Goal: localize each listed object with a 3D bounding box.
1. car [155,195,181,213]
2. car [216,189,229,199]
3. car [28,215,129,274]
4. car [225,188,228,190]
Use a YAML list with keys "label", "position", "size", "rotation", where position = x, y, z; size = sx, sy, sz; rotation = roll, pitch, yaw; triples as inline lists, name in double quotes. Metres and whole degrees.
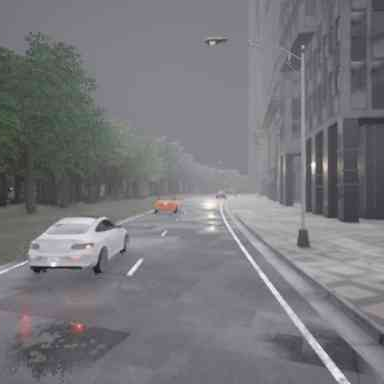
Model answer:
- label: "car"
  position: [-2.245, 1.070, 32.212]
  size: [2.097, 1.767, 4.553]
  rotation: [0, 1, 4]
- label: "car"
  position: [5.665, 0.678, 64.881]
  size: [1.812, 1.442, 4.674]
  rotation: [0, 1, 8]
- label: "car"
  position: [-3.242, 1.443, 10.212]
  size: [1.812, 1.442, 4.674]
  rotation: [0, 0, 1]
- label: "car"
  position: [7.373, 0.251, 84.173]
  size: [1.837, 1.490, 4.892]
  rotation: [0, 1, 10]
